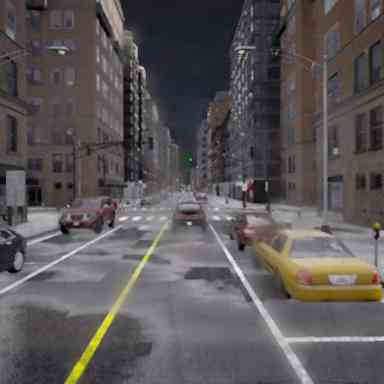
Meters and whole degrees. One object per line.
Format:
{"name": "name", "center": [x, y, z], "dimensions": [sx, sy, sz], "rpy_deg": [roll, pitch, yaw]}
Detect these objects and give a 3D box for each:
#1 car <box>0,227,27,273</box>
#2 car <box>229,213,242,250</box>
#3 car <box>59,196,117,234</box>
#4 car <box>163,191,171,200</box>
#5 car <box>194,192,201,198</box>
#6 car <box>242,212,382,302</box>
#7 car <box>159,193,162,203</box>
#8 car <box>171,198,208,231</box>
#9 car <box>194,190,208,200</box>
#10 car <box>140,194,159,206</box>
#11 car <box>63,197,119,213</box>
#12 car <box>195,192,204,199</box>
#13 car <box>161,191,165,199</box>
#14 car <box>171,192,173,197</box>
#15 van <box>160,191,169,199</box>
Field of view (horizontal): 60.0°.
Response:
{"name": "car", "center": [-5.481, 1.517, 7.733], "dimensions": [2.008, 1.369, 4.403], "rpy_deg": [0, 1, -1]}
{"name": "car", "center": [2.475, 1.449, 13.238], "dimensions": [1.802, 1.307, 4.206], "rpy_deg": [0, 1, -1]}
{"name": "car", "center": [-5.620, 1.187, 18.555], "dimensions": [2.192, 1.841, 5.009], "rpy_deg": [0, 1, -1]}
{"name": "car", "center": [-6.305, 0.959, 72.284], "dimensions": [1.947, 1.339, 4.313], "rpy_deg": [0, 1, -1]}
{"name": "car", "center": [1.508, 0.714, 88.910], "dimensions": [1.752, 1.417, 4.829], "rpy_deg": [0, 1, -1]}
{"name": "car", "center": [2.541, 1.438, 7.996], "dimensions": [1.752, 1.417, 4.829], "rpy_deg": [0, 1, -1]}
{"name": "car", "center": [-6.026, 1.136, 50.471], "dimensions": [1.887, 1.381, 4.507], "rpy_deg": [0, 1, -1]}
{"name": "car", "center": [-0.157, 1.335, 19.308], "dimensions": [1.837, 1.490, 4.892], "rpy_deg": [0, 0, -1]}
{"name": "car", "center": [1.858, 0.881, 61.471], "dimensions": [1.967, 1.590, 4.097], "rpy_deg": [0, 1, -1]}
{"name": "car", "center": [-5.957, 1.191, 45.017], "dimensions": [2.008, 1.369, 4.403], "rpy_deg": [0, 1, -1]}
{"name": "car", "center": [-9.930, 1.219, 32.897], "dimensions": [5.008, 1.535, 1.882], "rpy_deg": [0, -1, 10]}
{"name": "car", "center": [1.650, 0.835, 77.833], "dimensions": [1.887, 1.381, 4.507], "rpy_deg": [0, 1, -1]}
{"name": "car", "center": [-6.094, 1.070, 55.754], "dimensions": [1.752, 1.417, 4.829], "rpy_deg": [0, 1, -1]}
{"name": "car", "center": [-6.581, 0.720, 93.926], "dimensions": [1.752, 1.417, 4.829], "rpy_deg": [0, 1, -1]}
{"name": "van", "center": [-6.375, 0.684, 77.735], "dimensions": [1.690, 1.788, 3.998], "rpy_deg": [0, 1, -1]}
